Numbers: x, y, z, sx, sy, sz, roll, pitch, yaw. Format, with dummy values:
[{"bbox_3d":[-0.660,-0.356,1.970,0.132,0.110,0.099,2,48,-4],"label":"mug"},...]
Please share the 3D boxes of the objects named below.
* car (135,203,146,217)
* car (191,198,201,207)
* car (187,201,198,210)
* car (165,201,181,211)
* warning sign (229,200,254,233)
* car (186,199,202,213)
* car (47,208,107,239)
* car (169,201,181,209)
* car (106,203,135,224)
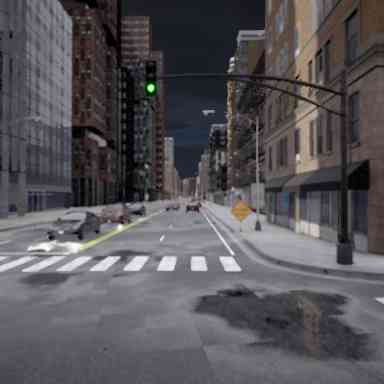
[{"bbox_3d":[-6.598,2.076,39.461,1.882,1.535,5.008,0,-1,0],"label":"car"},{"bbox_3d":[0.954,2.432,79.449,2.150,2.045,5.566,0,-1,0],"label":"car"},{"bbox_3d":[0.074,2.394,58.843,1.837,1.490,4.892,0,-1,0],"label":"car"},{"bbox_3d":[-3.165,2.404,53.143,1.895,1.301,4.718,0,-1,0],"label":"car"},{"bbox_3d":[2.848,1.416,19.424,1.300,1.860,1.060,0,-1,0],"label":"warning sign"},{"bbox_3d":[0.087,2.212,48.605,1.882,1.535,5.008,0,-1,0],"label":"car"},{"bbox_3d":[-6.613,1.824,19.256,1.812,1.442,4.674,0,-1,1],"label":"car"},{"bbox_3d":[-3.171,2.507,63.401,2.033,1.411,5.357,0,-1,0],"label":"car"},{"bbox_3d":[-6.605,1.790,28.736,2.097,1.767,4.553,0,-1,0],"label":"car"}]
